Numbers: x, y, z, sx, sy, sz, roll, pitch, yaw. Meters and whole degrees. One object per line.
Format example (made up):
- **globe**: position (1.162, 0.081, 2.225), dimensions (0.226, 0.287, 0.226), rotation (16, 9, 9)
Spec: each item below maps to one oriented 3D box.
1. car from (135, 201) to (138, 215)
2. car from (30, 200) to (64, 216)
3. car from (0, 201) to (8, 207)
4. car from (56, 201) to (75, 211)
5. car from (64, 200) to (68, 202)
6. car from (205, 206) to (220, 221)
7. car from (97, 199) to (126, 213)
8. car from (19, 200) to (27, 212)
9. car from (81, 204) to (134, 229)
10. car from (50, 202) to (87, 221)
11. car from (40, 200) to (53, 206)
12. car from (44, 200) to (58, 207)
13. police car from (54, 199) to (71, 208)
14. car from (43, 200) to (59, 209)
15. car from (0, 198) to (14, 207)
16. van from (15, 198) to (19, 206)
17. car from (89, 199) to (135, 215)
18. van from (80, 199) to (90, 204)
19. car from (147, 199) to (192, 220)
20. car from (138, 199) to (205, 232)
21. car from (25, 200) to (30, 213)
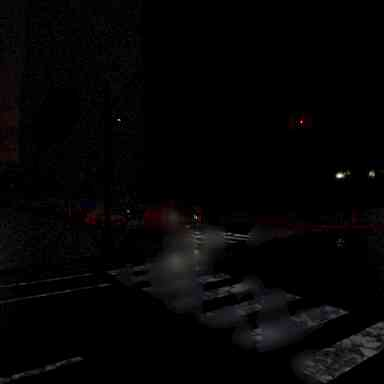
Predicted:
- **car**: position (-5.318, 2.005, 37.730), dimensions (1.802, 1.307, 4.206), rotation (-1, 0, -35)
- **car**: position (-17.717, 1.901, 40.436), dimensions (2.192, 1.841, 5.009), rotation (-1, 0, -35)
- **car**: position (-44.407, 2.771, 78.040), dimensions (1.802, 1.307, 4.206), rotation (-1, 0, -35)
- **car**: position (-21.139, 2.315, 55.399), dimensions (1.994, 1.385, 4.181), rotation (0, -1, -35)
- **car**: position (-19.715, 2.164, 47.973), dimensions (2.128, 1.511, 4.902), rotation (0, -1, -35)
- **car**: position (0.561, 1.829, 29.427), dimensions (1.887, 1.381, 4.507), rotation (-1, 0, -35)
- **car**: position (-11.204, 1.876, 46.033), dimensions (2.192, 1.841, 5.009), rotation (-1, 0, -35)
- **car**: position (-23.370, 2.157, 48.403), dimensions (1.967, 1.590, 4.097), rotation (-1, 0, -35)
- **car**: position (-6.300, 1.844, 24.361), dimensions (1.752, 1.417, 4.829), rotation (-1, 0, -35)
- **car**: position (-12.055, 2.004, 32.467), dimensions (2.008, 1.369, 4.403), rotation (-1, 0, -35)
- **car**: position (-34.748, 2.661, 79.162), dimensions (1.947, 1.339, 4.313), rotation (-1, 0, -35)
- **car**: position (-31.736, 2.595, 74.919), dimensions (1.947, 1.339, 4.313), rotation (-1, 0, -35)
- **police car**: position (-25.465, 2.308, 65.416), dimensions (1.930, 1.638, 5.238), rotation (0, -1, -35)
- **car**: position (-26.892, 2.388, 63.511), dimensions (1.837, 1.490, 4.892), rotation (0, -1, -35)
- **car**: position (-41.295, 2.667, 73.656), dimensions (1.887, 1.381, 4.507), rotation (-1, 0, -35)
- **van**: position (-26.201, 2.123, 52.387), dimensions (1.690, 1.788, 3.998), rotation (-1, 0, -35)
- **car**: position (-7.395, 1.738, 30.521), dimensions (2.097, 1.767, 4.553), rotation (0, -1, -35)
- **van**: position (-17.083, 2.038, 54.336), dimensions (1.690, 1.788, 3.998), rotation (-1, 0, -35)
- **car**: position (-2.384, 1.669, 33.579), dimensions (2.192, 1.841, 5.009), rotation (-1, 0, -35)
- **car**: position (-1.503, 1.597, 22.156), dimensions (2.097, 1.767, 4.553), rotation (0, -1, -34)
- **car**: position (-20.540, 2.196, 44.420), dimensions (1.887, 1.381, 4.507), rotation (-1, 0, -35)
